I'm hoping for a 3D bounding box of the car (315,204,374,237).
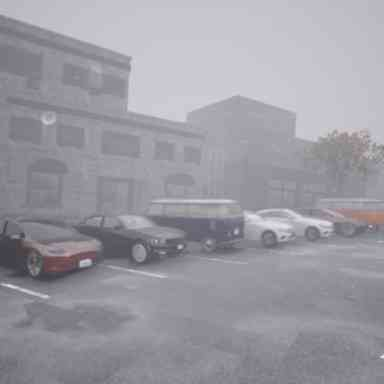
[{"bbox_3d":[7.185,1.597,18.629,4.792,1.488,2.163,-1,-1,35],"label":"car"}]

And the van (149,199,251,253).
[{"bbox_3d":[-0.118,1.269,13.631,4.442,1.987,1.878,-1,-1,35],"label":"van"}]

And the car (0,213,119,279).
[{"bbox_3d":[-4.776,1.504,10.151,4.792,1.488,2.163,-1,-1,35],"label":"car"}]

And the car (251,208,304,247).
[{"bbox_3d":[2.371,1.552,15.264,4.674,1.452,2.002,-1,-1,35],"label":"car"}]

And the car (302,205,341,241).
[{"bbox_3d":[4.770,1.576,16.962,4.674,1.452,2.002,-1,-1,35],"label":"car"}]

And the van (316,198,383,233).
[{"bbox_3d":[9.460,1.392,20.406,4.442,1.987,1.878,-1,-1,35],"label":"van"}]

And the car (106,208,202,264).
[{"bbox_3d":[-2.417,1.480,11.869,5.008,1.535,2.097,-1,-1,35],"label":"car"}]
